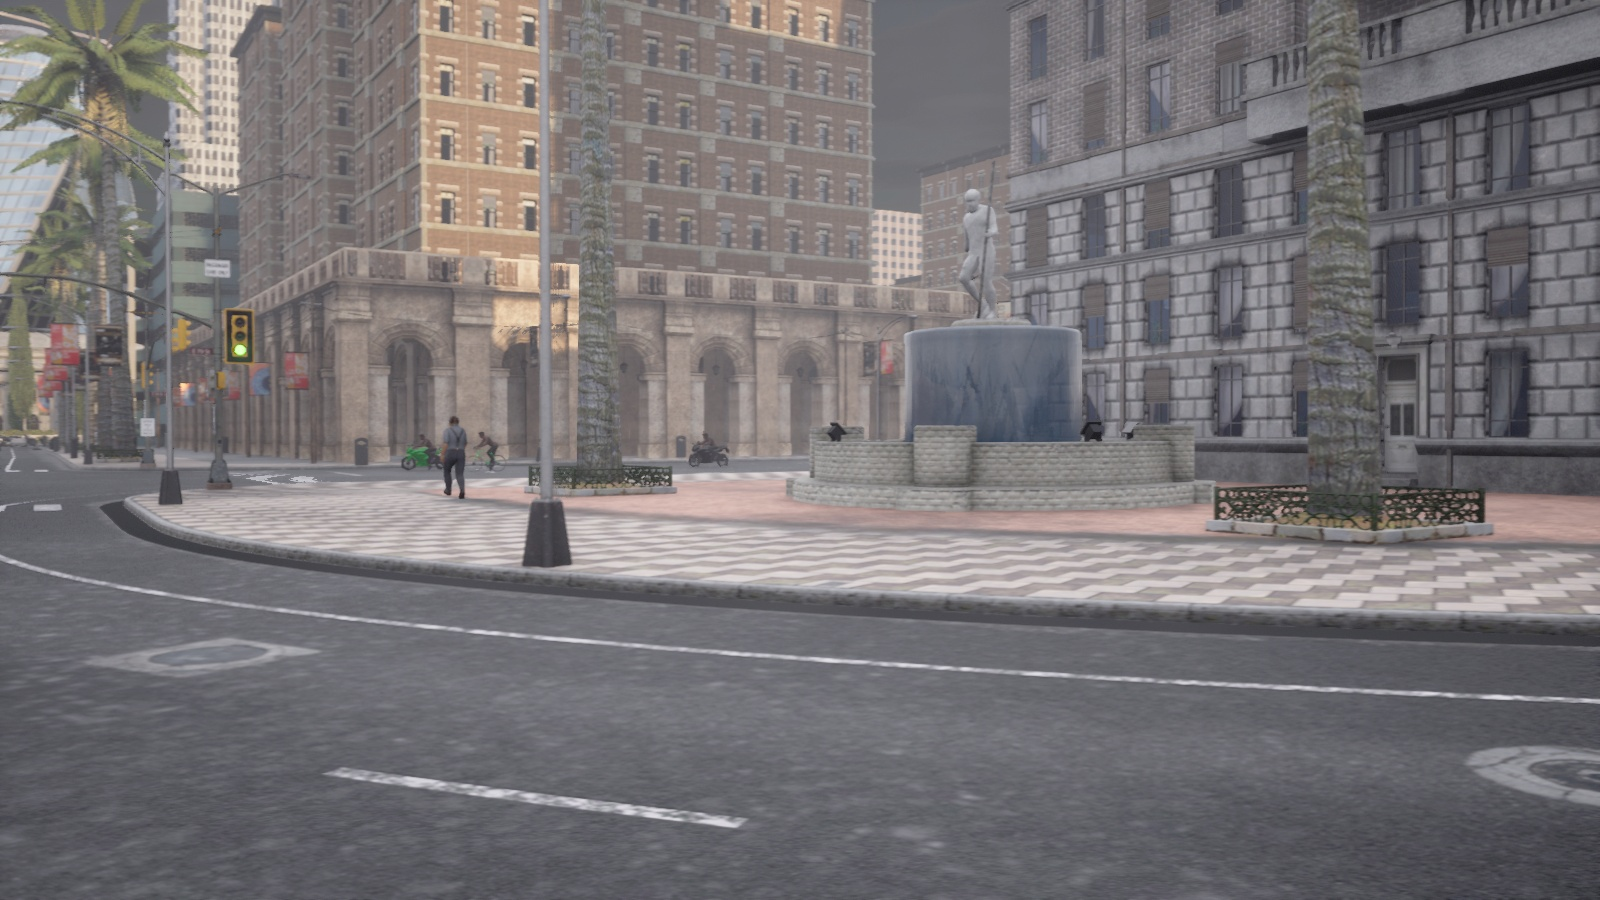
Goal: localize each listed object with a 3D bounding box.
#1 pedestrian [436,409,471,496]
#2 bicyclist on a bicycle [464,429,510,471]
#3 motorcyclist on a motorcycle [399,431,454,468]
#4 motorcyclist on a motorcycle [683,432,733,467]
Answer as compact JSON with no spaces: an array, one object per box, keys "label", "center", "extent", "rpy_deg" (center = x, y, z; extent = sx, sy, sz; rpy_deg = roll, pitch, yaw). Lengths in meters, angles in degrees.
[{"label":"pedestrian","center":[-7.486,0.052,27.120],"extent":[0.540,1.848,0.694],"rpy_deg":[0,1,-33]},{"label":"bicyclist on a bicycle","center":[-12.484,-0.013,50.112],"extent":[1.656,1.620,0.582],"rpy_deg":[-1,1,-31]},{"label":"motorcyclist on a motorcycle","center":[-15.531,-0.028,52.252],"extent":[2.044,1.523,0.797],"rpy_deg":[0,1,-32]},{"label":"motorcyclist on a motorcycle","center":[-4.060,-0.025,55.328],"extent":[2.044,1.523,0.797],"rpy_deg":[0,1,-32]}]
